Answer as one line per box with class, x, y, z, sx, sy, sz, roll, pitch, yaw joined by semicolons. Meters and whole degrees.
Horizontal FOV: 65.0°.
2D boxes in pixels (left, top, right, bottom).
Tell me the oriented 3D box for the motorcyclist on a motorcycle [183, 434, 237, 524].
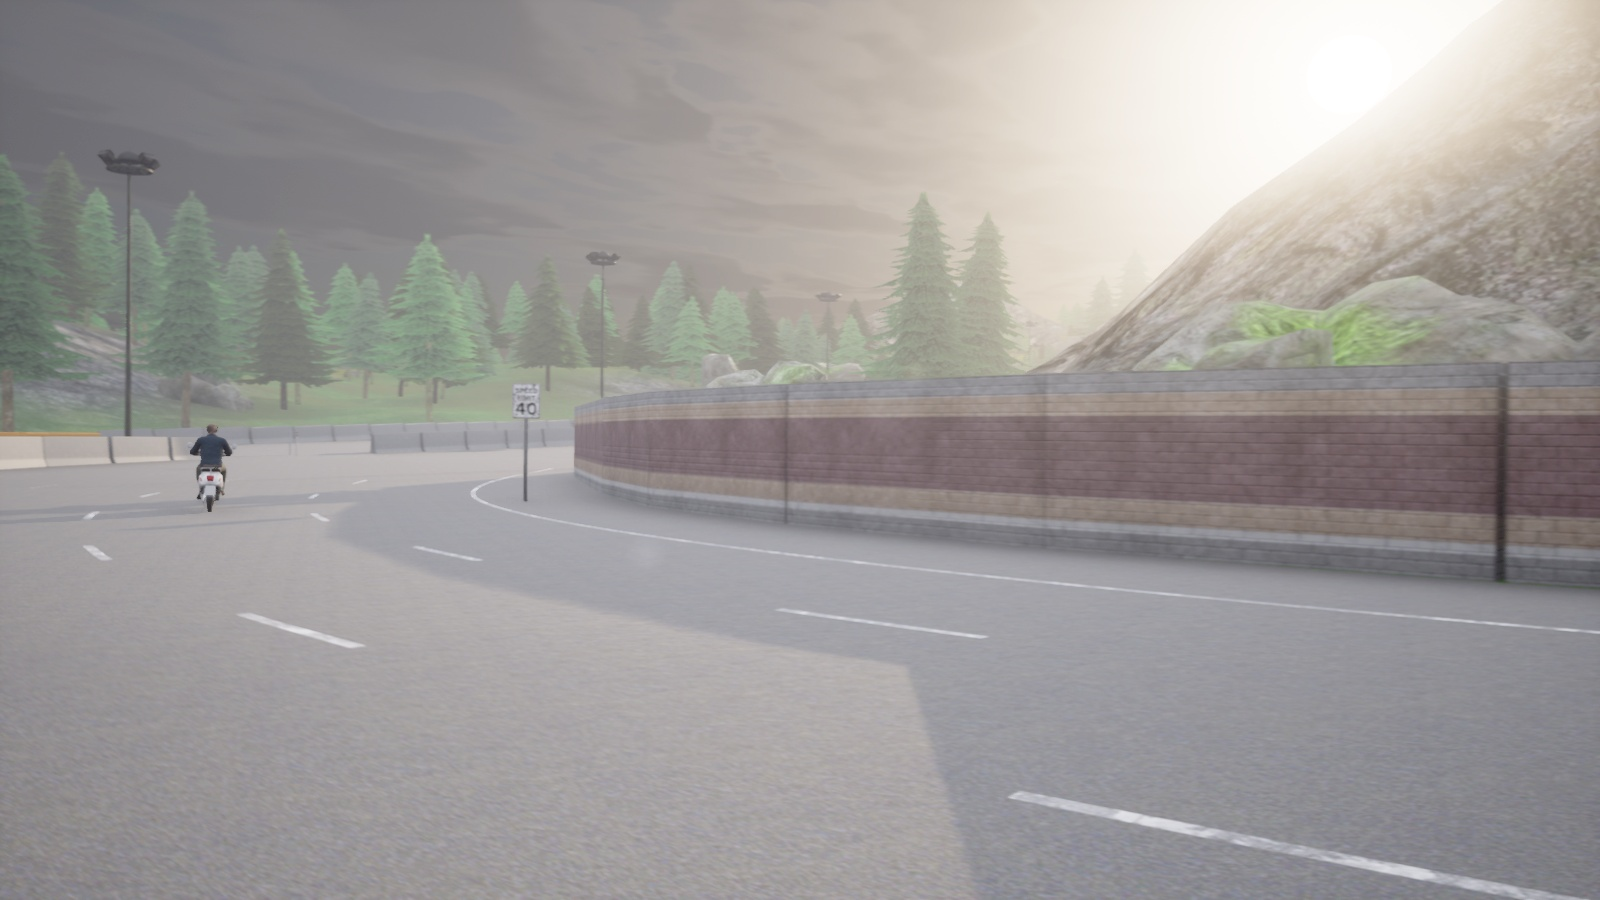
motorcyclist on a motorcycle;-10.896;0.509;23.238;0.866;1.590;1.817;0;0;-24
